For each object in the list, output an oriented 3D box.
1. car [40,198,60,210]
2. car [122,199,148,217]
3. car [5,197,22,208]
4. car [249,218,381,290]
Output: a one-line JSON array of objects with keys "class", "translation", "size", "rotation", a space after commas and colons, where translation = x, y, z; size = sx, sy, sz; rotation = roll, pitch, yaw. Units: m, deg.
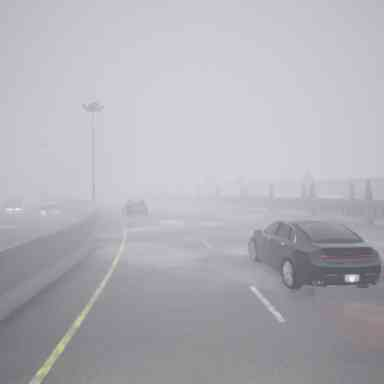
[{"class": "car", "translation": [-18.352, 1.518, 42.708], "size": [1.812, 1.442, 4.674], "rotation": [-1, 0, -28]}, {"class": "car", "translation": [-5.308, 1.418, 30.710], "size": [2.128, 1.511, 4.902], "rotation": [0, 0, -18]}, {"class": "car", "translation": [-26.971, 1.541, 50.165], "size": [2.128, 1.511, 4.902], "rotation": [-1, 0, -34]}, {"class": "car", "translation": [2.949, 1.459, 9.025], "size": [1.837, 1.490, 4.892], "rotation": [0, 0, -6]}]
